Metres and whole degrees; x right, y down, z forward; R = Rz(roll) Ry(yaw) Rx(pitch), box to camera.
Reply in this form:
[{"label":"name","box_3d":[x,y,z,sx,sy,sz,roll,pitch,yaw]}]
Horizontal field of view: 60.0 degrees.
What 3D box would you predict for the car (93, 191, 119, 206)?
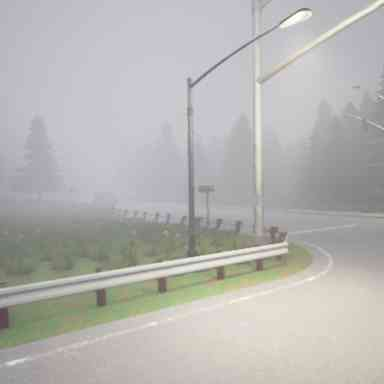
[{"label":"car","box_3d":[-11.943,0.895,45.731,2.150,2.045,5.566,-1,0,-34]}]
